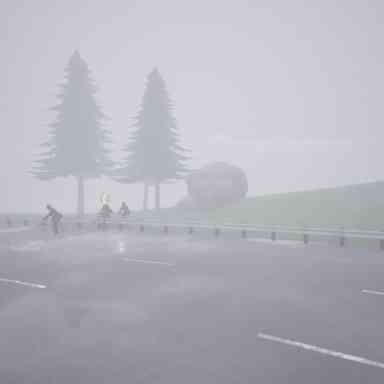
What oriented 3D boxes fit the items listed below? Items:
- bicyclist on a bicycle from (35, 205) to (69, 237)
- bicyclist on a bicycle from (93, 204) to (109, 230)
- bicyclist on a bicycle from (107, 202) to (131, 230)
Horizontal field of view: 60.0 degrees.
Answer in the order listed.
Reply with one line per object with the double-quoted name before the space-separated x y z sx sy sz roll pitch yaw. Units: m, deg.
"bicyclist on a bicycle" -6.995 1.451 16.658 1.656 1.620 0.582 -1 0 -6
"bicyclist on a bicycle" -5.145 1.413 19.706 0.582 1.620 1.656 0 -4 36
"bicyclist on a bicycle" -3.952 1.414 19.330 0.582 1.620 1.656 1 -7 23
